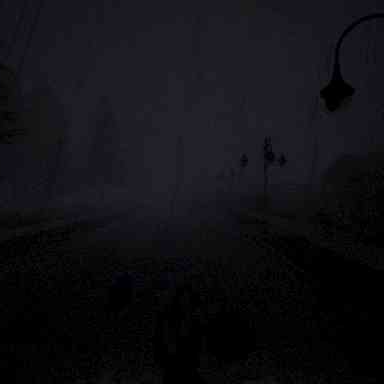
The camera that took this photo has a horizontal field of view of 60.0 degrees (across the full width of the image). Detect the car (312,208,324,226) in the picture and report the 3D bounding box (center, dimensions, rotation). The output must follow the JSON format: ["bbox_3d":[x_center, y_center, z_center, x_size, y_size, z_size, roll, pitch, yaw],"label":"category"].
[{"bbox_3d":[9.250,1.215,19.565,3.866,1.878,1.905,0,0,1],"label":"car"}]

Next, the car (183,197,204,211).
[{"bbox_3d":[0.429,1.591,41.895,2.033,1.411,5.357,0,0,-5],"label":"car"}]

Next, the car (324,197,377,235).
[{"bbox_3d":[9.602,1.212,17.045,4.605,1.855,1.932,0,0,1],"label":"car"}]

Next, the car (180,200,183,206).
[{"bbox_3d":[-0.616,1.578,52.108,1.812,1.442,4.674,0,0,-11],"label":"car"}]
